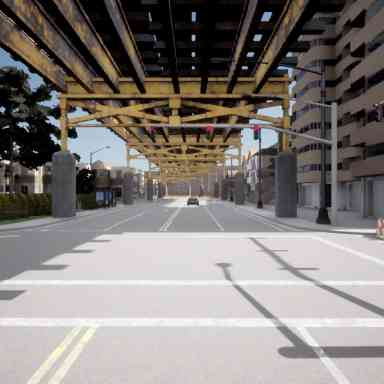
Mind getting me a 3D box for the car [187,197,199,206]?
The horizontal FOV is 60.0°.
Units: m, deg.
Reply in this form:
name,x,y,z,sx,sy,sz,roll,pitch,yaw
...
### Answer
name,x,y,z,sx,sy,sz,roll,pitch,yaw
car,0.178,1.564,56.250,1.994,1.385,4.181,0,0,0
